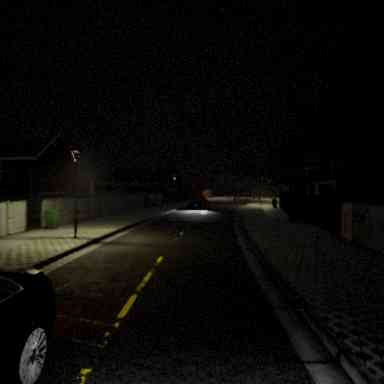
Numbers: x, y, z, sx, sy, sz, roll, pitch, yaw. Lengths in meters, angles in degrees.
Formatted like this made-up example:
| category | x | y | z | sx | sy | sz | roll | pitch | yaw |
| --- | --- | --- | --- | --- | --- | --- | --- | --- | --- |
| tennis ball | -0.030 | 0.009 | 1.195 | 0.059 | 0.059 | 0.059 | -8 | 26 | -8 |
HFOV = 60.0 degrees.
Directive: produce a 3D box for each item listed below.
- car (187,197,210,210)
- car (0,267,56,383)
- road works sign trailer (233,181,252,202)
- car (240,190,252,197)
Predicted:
| category | x | y | z | sx | sy | sz | roll | pitch | yaw |
| --- | --- | --- | --- | --- | --- | --- | --- | --- | --- |
| car | 0.777 | 1.215 | 36.309 | 1.994 | 1.385 | 4.181 | 1 | 1 | 11 |
| car | -2.734 | 1.470 | 2.426 | 2.128 | 1.511 | 4.902 | 0 | 0 | 2 |
| road works sign trailer | 8.322 | -0.121 | 55.833 | 2.380 | 3.560 | 2.880 | 1 | 1 | 19 |
| car | 12.292 | 0.281 | 75.159 | 1.994 | 1.385 | 4.181 | 1 | 2 | 21 |
